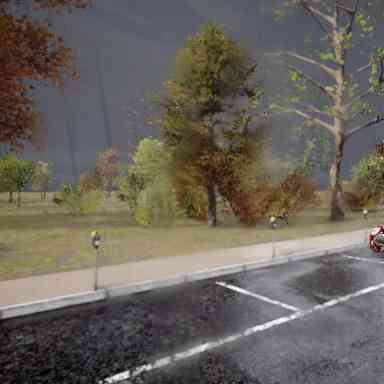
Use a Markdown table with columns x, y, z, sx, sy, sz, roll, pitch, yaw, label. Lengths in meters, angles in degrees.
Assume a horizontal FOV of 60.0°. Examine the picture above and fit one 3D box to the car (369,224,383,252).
| x | y | z | sx | sy | sz | roll | pitch | yaw | label |
| --- | --- | --- | --- | --- | --- | --- | --- | --- | --- |
| 8.109 | 1.348 | 11.872 | 4.097 | 1.590 | 1.967 | 0 | 1 | -35 | car |
